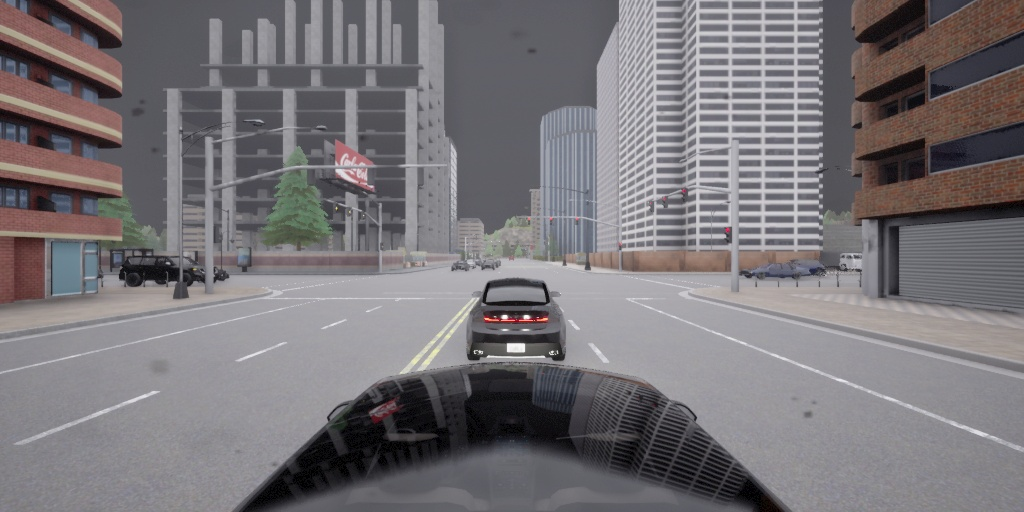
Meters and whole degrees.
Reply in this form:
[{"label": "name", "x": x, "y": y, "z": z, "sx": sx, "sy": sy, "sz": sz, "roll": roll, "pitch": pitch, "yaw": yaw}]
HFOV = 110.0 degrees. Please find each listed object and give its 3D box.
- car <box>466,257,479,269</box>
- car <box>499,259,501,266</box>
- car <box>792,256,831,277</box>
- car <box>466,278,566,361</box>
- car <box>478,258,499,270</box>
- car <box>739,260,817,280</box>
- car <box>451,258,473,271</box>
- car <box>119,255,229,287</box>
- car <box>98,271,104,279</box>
[{"label": "car", "x": -6.808, "y": 1.276, "z": 56.735, "sx": 1.812, "sy": 1.442, "sz": 4.674, "roll": 0, "pitch": 0, "yaw": 0}, {"label": "car", "x": -3.276, "y": 1.228, "z": 60.987, "sx": 1.882, "sy": 1.535, "sz": 5.008, "roll": 0, "pitch": 0, "yaw": 1}, {"label": "car", "x": 27.440, "y": 1.101, "z": 34.734, "sx": 4.553, "sy": 1.767, "sz": 2.097, "roll": 0, "pitch": 0, "yaw": 0}, {"label": "car", "x": 0.095, "y": 1.255, "z": 8.278, "sx": 1.837, "sy": 1.490, "sz": 4.892, "roll": 0, "pitch": 0, "yaw": 1}, {"label": "car", "x": -3.340, "y": 1.255, "z": 51.540, "sx": 1.837, "sy": 1.490, "sz": 4.892, "roll": 0, "pitch": 0, "yaw": 0}, {"label": "car", "x": 22.811, "y": 1.297, "z": 31.240, "sx": 5.357, "sy": 1.411, "sz": 2.033, "roll": 0, "pitch": 0, "yaw": 0}, {"label": "car", "x": -6.860, "y": 1.314, "z": 47.989, "sx": 1.994, "sy": 1.385, "sz": 4.181, "roll": 0, "pitch": 0, "yaw": 0}, {"label": "car", "x": -22.809, "y": 0.972, "z": 24.025, "sx": 5.566, "sy": 2.045, "sz": 2.150, "roll": 0, "pitch": 0, "yaw": 0}, {"label": "car", "x": -34.872, "y": 1.297, "z": 27.523, "sx": 5.357, "sy": 1.411, "sz": 2.033, "roll": 0, "pitch": 0, "yaw": 0}]
